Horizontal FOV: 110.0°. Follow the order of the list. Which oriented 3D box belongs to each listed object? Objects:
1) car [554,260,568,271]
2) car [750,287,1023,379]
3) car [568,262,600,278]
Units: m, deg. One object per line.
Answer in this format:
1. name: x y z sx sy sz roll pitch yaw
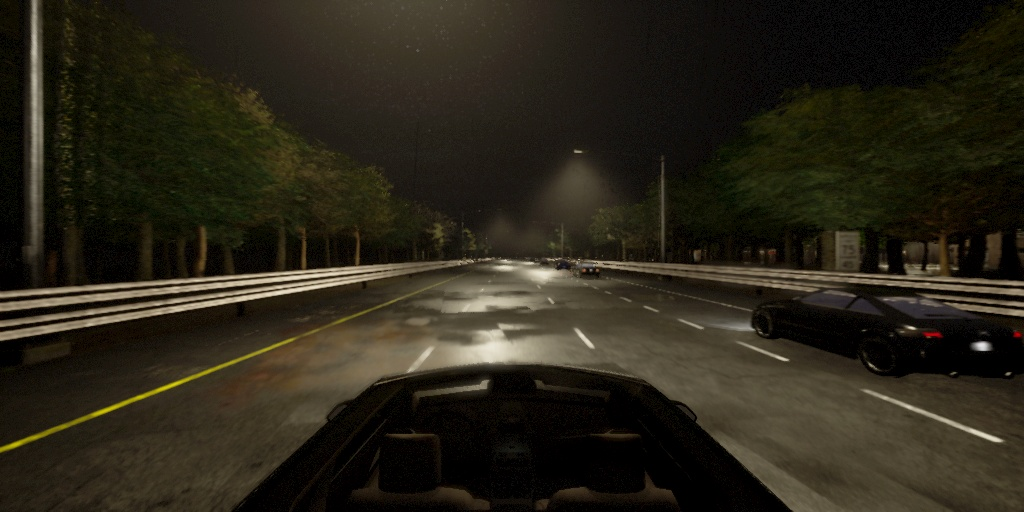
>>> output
1. car: 6.998 1.304 50.194 1.812 1.442 4.674 0 0 0
2. car: 7.002 1.316 7.351 1.994 1.385 4.181 0 0 0
3. car: 6.993 1.308 34.257 2.033 1.411 5.357 0 0 0
